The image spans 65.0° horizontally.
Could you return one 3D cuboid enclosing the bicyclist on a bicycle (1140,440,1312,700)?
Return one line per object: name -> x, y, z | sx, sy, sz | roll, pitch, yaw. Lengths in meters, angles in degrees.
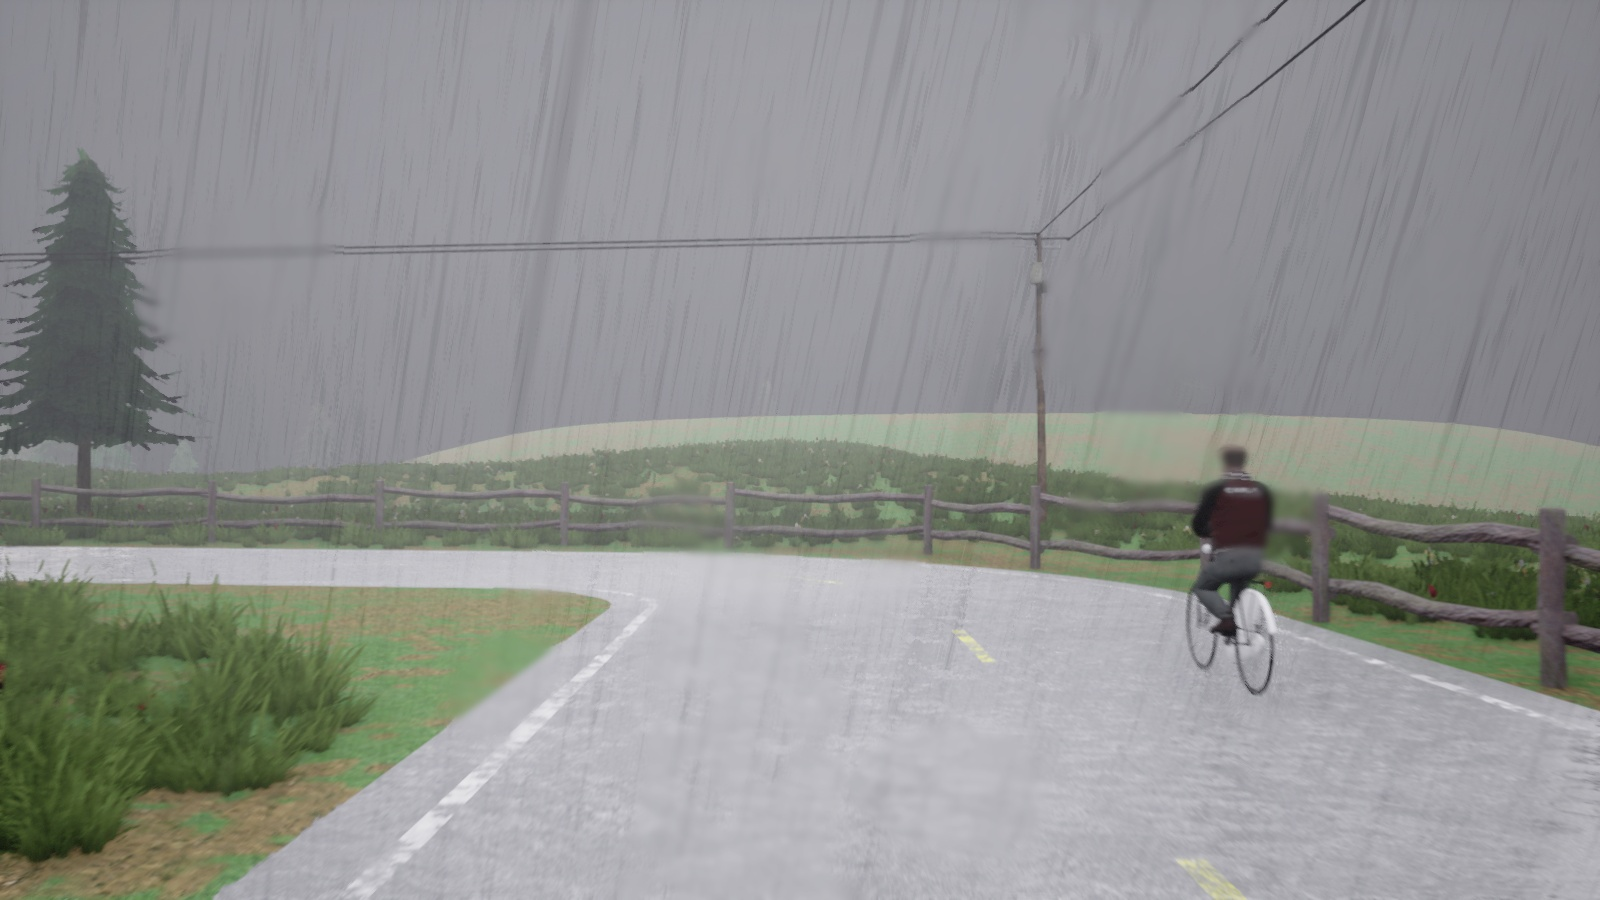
bicyclist on a bicycle -> 3.170, 0.832, 9.524 | 0.659, 1.776, 1.843 | 0, -1, 0
